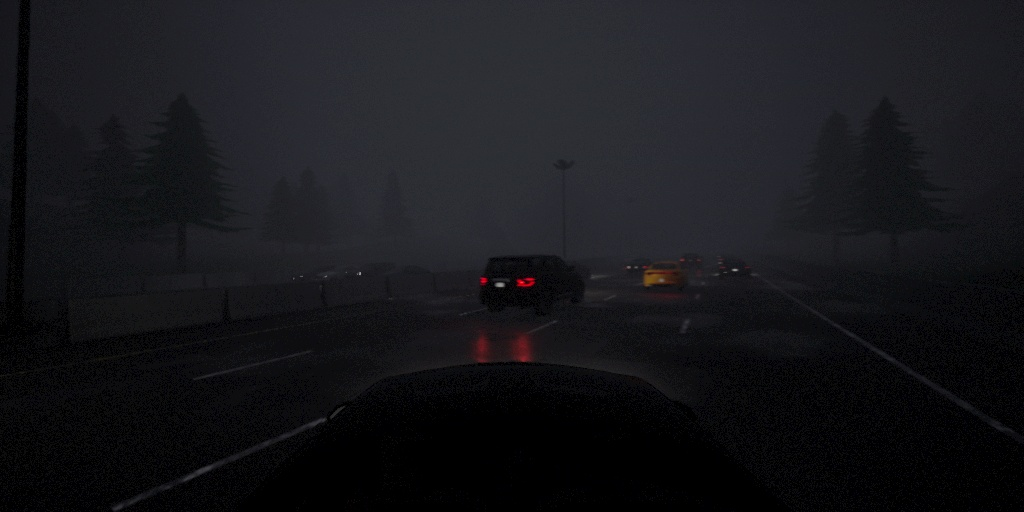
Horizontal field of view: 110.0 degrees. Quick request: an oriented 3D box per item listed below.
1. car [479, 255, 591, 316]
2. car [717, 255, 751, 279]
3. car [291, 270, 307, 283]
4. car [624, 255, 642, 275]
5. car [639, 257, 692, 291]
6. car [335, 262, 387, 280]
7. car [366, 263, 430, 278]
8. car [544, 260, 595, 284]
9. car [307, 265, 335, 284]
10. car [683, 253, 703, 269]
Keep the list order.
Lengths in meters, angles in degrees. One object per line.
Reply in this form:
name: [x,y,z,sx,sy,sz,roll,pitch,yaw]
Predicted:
car: [0.962,0.966,13.643,2.150,2.045,5.566,-1,0,30]
car: [16.302,0.893,26.349,1.994,1.385,4.181,-1,1,30]
car: [-16.985,1.586,31.991,1.837,1.490,4.892,-1,0,30]
car: [11.716,0.937,32.429,2.033,1.411,5.357,-1,1,30]
car: [8.773,1.028,20.241,1.882,1.535,5.008,-1,1,30]
car: [-11.018,1.314,28.330,2.097,1.767,4.553,-1,0,30]
car: [-8.006,1.427,26.545,1.812,1.442,4.674,-1,0,30]
car: [4.391,1.109,26.674,2.128,1.511,4.902,-1,0,30]
car: [-14.084,1.549,30.014,1.812,1.442,4.674,-1,0,30]
car: [19.826,0.439,39.569,2.097,1.767,4.553,-1,1,30]
